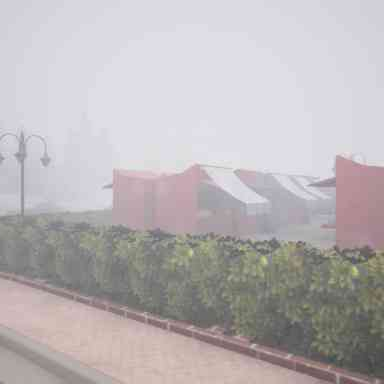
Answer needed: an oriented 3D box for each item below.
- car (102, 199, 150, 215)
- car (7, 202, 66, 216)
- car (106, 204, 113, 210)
[{"bbox_3d":[-7.072,1.547,36.162,2.128,1.511,4.902,0,0,36],"label":"car"},{"bbox_3d":[-12.968,1.581,28.004,1.812,1.442,4.674,0,0,35],"label":"car"},{"bbox_3d":[-5.691,1.560,31.768,1.837,1.490,4.892,0,0,36],"label":"car"}]
